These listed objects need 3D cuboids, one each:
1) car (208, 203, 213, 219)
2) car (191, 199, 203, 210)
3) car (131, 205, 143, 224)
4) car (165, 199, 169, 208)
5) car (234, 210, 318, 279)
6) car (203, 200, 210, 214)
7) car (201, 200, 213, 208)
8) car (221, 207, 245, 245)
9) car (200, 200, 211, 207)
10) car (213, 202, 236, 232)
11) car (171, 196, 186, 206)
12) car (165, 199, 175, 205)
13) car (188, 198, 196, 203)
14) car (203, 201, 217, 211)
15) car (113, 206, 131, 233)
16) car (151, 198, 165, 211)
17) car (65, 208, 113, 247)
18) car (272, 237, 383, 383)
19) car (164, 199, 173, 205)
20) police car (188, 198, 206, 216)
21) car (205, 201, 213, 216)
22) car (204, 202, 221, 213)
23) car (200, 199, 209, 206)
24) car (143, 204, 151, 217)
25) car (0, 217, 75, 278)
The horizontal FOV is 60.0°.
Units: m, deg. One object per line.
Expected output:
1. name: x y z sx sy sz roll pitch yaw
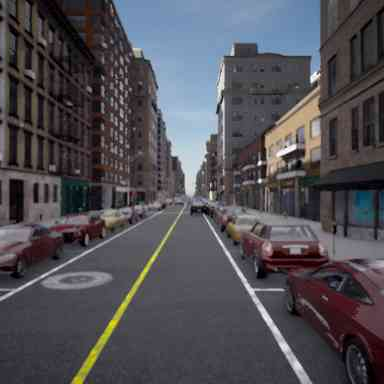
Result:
1. car: 2.627 1.805 26.942 2.008 1.369 4.403 0 -1 0
2. car: 0.805 2.006 54.158 1.882 1.535 5.008 0 -1 0
3. car: -5.398 1.836 26.935 1.802 1.307 4.206 0 -1 0
4. car: -5.408 1.847 54.527 2.192 1.841 5.009 0 -1 0
5. car: 2.634 1.538 10.387 1.967 1.590 4.097 0 -1 0
6. car: 2.623 1.909 37.978 1.887 1.381 4.507 0 -1 0
7. car: 2.615 2.139 60.053 2.008 1.369 4.403 0 -1 0
8. car: 2.632 1.677 16.075 1.752 1.417 4.829 0 -1 0
9. car: 2.613 2.195 65.572 2.008 1.369 4.403 0 -1 0
10. car: 2.630 1.642 21.425 1.967 1.590 4.097 0 -1 0
11. car: -2.776 2.173 70.998 1.882 1.535 5.008 0 -1 0
12. car: -5.417 2.362 82.116 2.008 1.369 4.403 0 -1 0
13. car: -0.032 2.259 88.857 2.033 1.411 5.357 0 -1 0
14. car: 2.619 2.058 49.016 1.802 1.307 4.206 0 -1 0
15. car: -5.395 1.725 21.248 1.752 1.417 4.829 0 -1 0
16. car: -5.401 2.000 48.840 1.752 1.417 4.829 0 -1 0
17. car: -5.394 1.694 15.900 1.887 1.381 4.507 0 -1 0
18. car: 2.635 1.628 4.867 1.802 1.307 4.206 0 -1 0
19. car: -5.415 2.279 76.428 1.752 1.417 4.829 0 -1 0
20. police car: 0.715 1.793 38.251 1.930 1.638 5.238 0 -1 -2
21. car: 2.625 1.875 32.460 1.947 1.339 4.313 0 -1 0
22. car: 2.621 1.971 43.497 2.008 1.369 4.403 0 -1 0
23. car: 2.612 2.282 71.090 1.802 1.307 4.206 0 -1 0
24. car: -5.400 1.891 32.453 1.802 1.307 4.206 0 -1 0
25. car: -5.392 1.680 10.381 1.802 1.307 4.206 0 -1 0
